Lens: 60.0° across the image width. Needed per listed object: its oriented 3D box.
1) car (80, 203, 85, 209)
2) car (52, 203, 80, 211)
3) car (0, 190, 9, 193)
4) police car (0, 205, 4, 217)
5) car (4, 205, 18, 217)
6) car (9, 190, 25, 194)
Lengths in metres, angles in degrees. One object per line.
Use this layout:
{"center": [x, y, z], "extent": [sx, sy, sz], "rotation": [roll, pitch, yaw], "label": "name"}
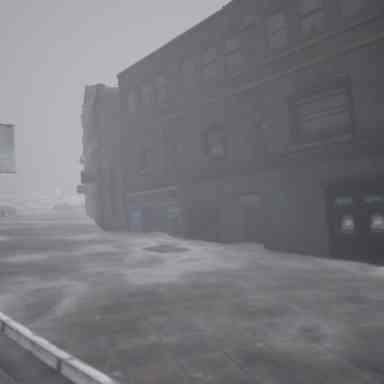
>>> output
{"center": [-23.050, 2.961, 69.403], "extent": [1.882, 1.535, 5.008], "rotation": [-5, -2, 19], "label": "car"}
{"center": [-22.586, 2.674, 58.797], "extent": [1.837, 1.490, 4.892], "rotation": [-5, -2, 17], "label": "car"}
{"center": [-45.698, 0.023, 76.972], "extent": [2.163, 1.488, 4.792], "rotation": [-5, -4, 13], "label": "car"}
{"center": [-21.485, 2.122, 33.990], "extent": [1.930, 1.638, 5.238], "rotation": [-3, 0, -13], "label": "police car"}
{"center": [-22.440, 2.309, 39.524], "extent": [1.837, 1.490, 4.892], "rotation": [-4, -1, -7], "label": "car"}
{"center": [-44.558, 0.291, 82.366], "extent": [2.002, 1.452, 4.674], "rotation": [-5, -4, 12], "label": "car"}
